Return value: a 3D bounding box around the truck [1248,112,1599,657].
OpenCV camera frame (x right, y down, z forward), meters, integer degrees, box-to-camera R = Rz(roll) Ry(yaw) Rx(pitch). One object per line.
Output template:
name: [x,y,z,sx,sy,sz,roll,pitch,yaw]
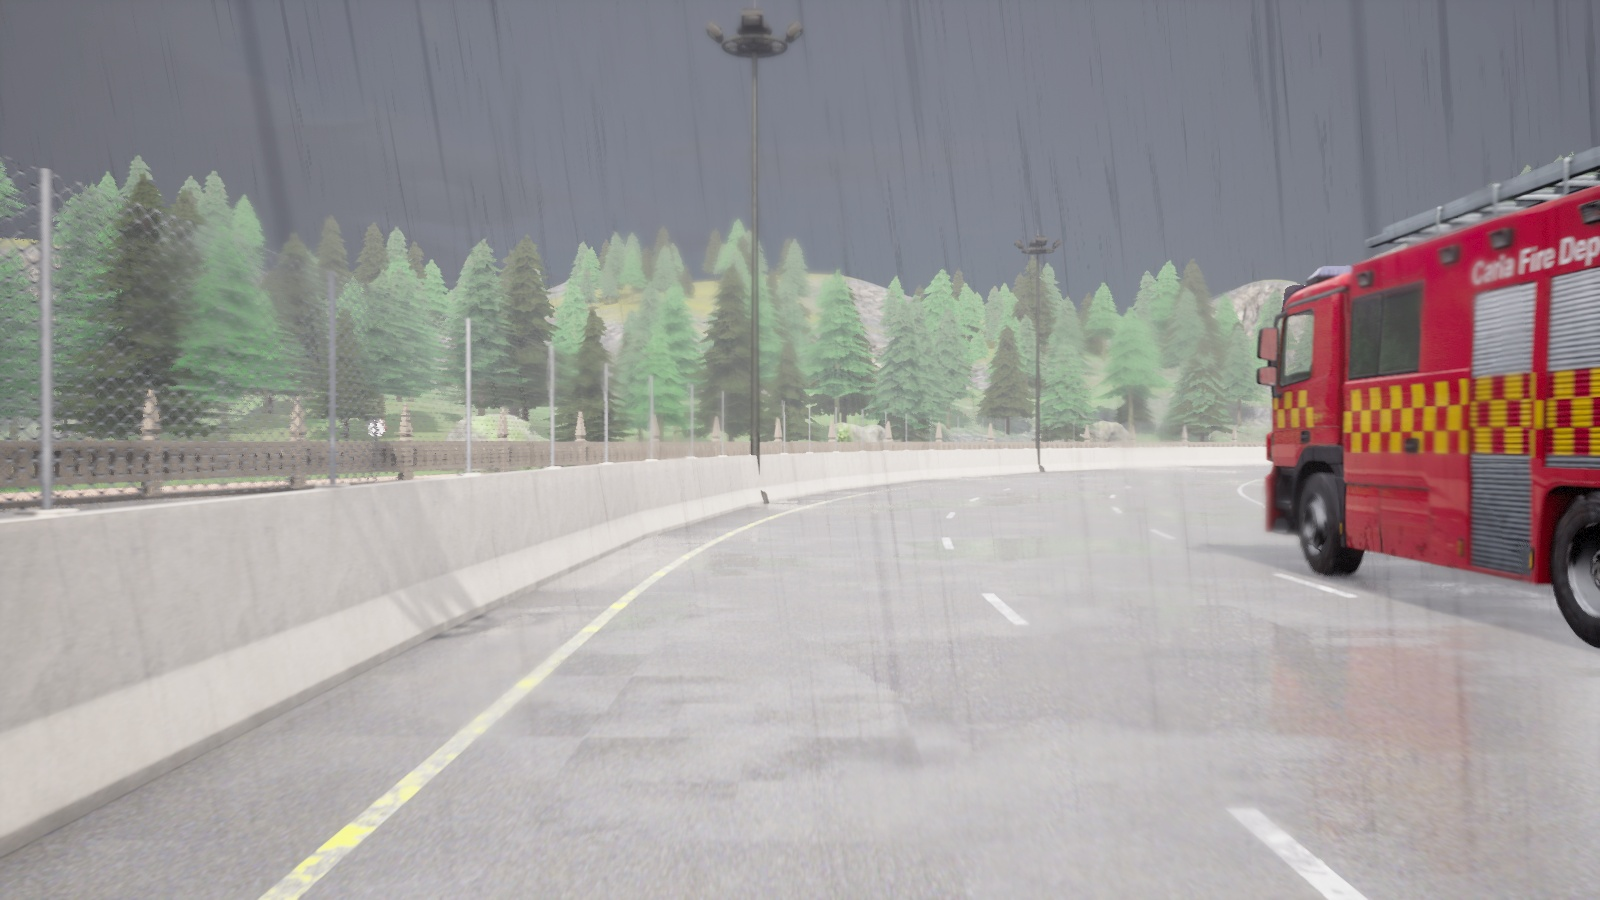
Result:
truck: [7.109,-0.479,11.777,2.891,3.827,8.468,0,0,1]
